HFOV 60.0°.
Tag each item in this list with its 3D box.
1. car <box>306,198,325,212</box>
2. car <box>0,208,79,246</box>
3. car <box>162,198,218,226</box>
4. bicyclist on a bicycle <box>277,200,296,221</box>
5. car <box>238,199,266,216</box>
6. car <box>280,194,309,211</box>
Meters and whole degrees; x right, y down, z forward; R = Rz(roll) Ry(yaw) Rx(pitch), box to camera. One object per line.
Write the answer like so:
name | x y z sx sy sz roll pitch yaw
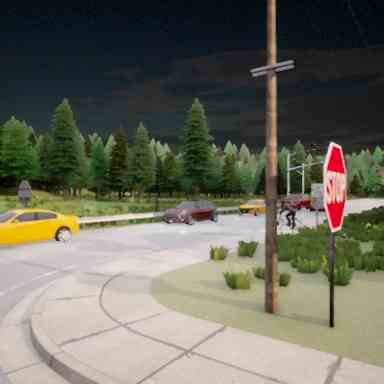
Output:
car | 14.981 1.559 37.931 1.994 1.385 4.181 0 0 36
car | -7.255 1.473 14.100 1.882 1.535 5.008 0 0 37
car | -0.059 1.347 23.825 2.097 1.767 4.553 0 0 36
bicyclist on a bicycle | 5.198 1.299 18.349 1.656 1.620 0.582 0 0 36
car | 6.251 1.473 32.340 1.882 1.535 5.008 0 0 37
car | 12.879 1.216 41.232 2.150 2.045 5.566 0 0 37
